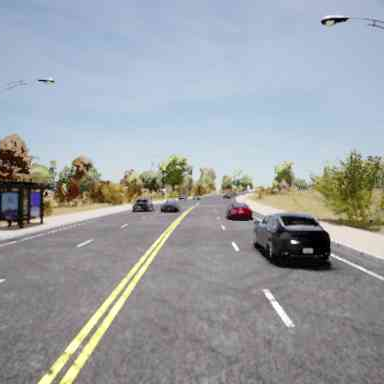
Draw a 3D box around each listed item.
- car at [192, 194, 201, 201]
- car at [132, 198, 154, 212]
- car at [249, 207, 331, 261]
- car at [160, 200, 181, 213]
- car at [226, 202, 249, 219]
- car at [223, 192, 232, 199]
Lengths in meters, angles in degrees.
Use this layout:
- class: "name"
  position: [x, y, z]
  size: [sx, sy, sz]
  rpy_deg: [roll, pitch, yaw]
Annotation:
- class: "car"
  position: [1.149, 1.331, 77.585]
  size: [2.128, 1.511, 4.902]
  rpy_deg: [0, 0, 6]
- class: "car"
  position: [-5.493, 1.477, 37.759]
  size: [1.837, 1.490, 4.892]
  rpy_deg: [0, 0, 3]
- class: "car"
  position: [3.503, 1.504, 12.335]
  size: [1.837, 1.490, 4.892]
  rpy_deg: [0, 0, 1]
- class: "car"
  position: [-2.306, 1.538, 36.549]
  size: [1.994, 1.385, 4.181]
  rpy_deg: [0, 0, 3]
- class: "car"
  position: [4.009, 1.550, 28.576]
  size: [1.994, 1.385, 4.181]
  rpy_deg: [0, 0, 2]
- class: "car"
  position: [9.433, 1.312, 91.755]
  size: [1.812, 1.442, 4.674]
  rpy_deg: [0, 0, 8]
